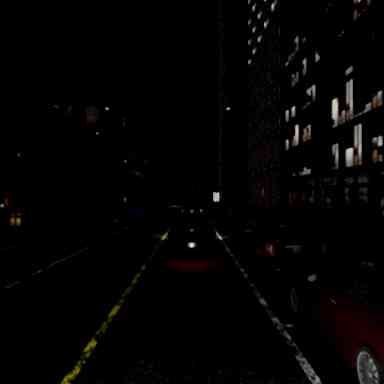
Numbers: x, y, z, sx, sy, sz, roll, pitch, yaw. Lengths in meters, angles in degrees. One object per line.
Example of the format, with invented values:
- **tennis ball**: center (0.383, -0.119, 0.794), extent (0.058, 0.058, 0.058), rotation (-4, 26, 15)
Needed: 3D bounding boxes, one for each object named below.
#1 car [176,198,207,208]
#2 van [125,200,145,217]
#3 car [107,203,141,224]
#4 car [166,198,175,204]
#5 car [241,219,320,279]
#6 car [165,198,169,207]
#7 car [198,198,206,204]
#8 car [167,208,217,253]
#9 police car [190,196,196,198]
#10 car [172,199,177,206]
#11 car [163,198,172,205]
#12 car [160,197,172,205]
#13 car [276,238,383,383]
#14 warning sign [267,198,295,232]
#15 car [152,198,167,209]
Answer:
- **car**: center (-0.007, 1.631, 29.081), extent (2.097, 1.767, 4.553), rotation (0, -1, 0)
- **van**: center (-5.702, 1.660, 32.965), extent (1.690, 1.788, 3.998), rotation (0, -1, 0)
- **car**: center (-5.701, 1.830, 27.314), extent (1.947, 1.339, 4.313), rotation (0, -1, 0)
- **car**: center (-5.723, 2.439, 89.445), extent (2.008, 1.369, 4.403), rotation (0, -1, 0)
- **car**: center (2.686, 1.541, 10.373), extent (1.967, 1.590, 4.097), rotation (0, -1, 0)
- **car**: center (-5.712, 2.180, 61.204), extent (1.802, 1.307, 4.206), rotation (0, -1, 0)
- **car**: center (2.657, 2.439, 89.449), extent (2.008, 1.369, 4.403), rotation (0, -1, 0)
- **car**: center (0.000, 1.646, 14.305), extent (1.837, 1.490, 4.892), rotation (0, 0, 0)
- **police car**: center (0.216, 2.308, 88.947), extent (1.930, 1.638, 5.238), rotation (0, -1, -18)
- **car**: center (-3.026, 2.202, 71.763), extent (1.837, 1.490, 4.892), rotation (0, -1, 0)
- **car**: center (-5.718, 2.212, 78.151), extent (1.967, 1.590, 4.097), rotation (0, -1, 0)
- **car**: center (-5.715, 1.971, 66.855), extent (2.192, 1.841, 5.009), rotation (0, -1, 0)
- **car**: center (2.688, 1.628, 4.724), extent (1.802, 1.307, 4.206), rotation (0, -1, 0)
- **warning sign**: center (5.060, 1.298, 18.967), extent (1.300, 1.860, 1.060), rotation (0, -1, 0)
- **car**: center (-5.710, 2.122, 55.555), extent (1.802, 1.307, 4.206), rotation (0, -1, 0)
